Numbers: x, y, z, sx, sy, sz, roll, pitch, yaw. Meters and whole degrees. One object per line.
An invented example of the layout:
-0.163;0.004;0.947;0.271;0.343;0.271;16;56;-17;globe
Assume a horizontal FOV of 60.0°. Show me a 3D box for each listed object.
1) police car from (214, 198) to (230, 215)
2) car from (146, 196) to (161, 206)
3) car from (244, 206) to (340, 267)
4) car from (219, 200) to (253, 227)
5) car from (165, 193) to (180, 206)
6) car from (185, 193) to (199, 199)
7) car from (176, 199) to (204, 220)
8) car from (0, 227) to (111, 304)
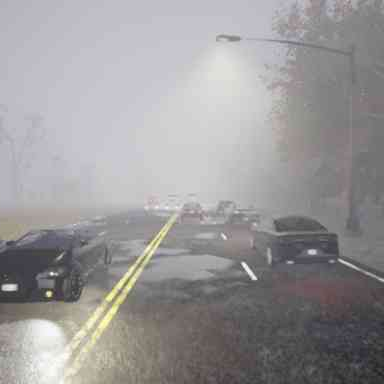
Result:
3.263;1.428;33.548;1.930;1.638;5.238;1;-1;0;police car
-6.497;1.409;55.924;2.097;1.767;4.553;0;0;0;car
3.235;1.470;11.429;1.882;1.535;5.008;-1;0;0;car
3.251;1.482;22.437;2.128;1.511;4.902;1;-1;0;car
-3.247;1.265;55.904;2.150;2.045;5.566;0;0;0;car
0.079;1.183;56.377;2.150;2.045;5.566;-2;-1;0;car
-0.006;1.574;28.015;2.033;1.411;5.357;0;0;0;car
-3.351;1.571;8.115;1.994;1.385;4.181;0;0;0;car
